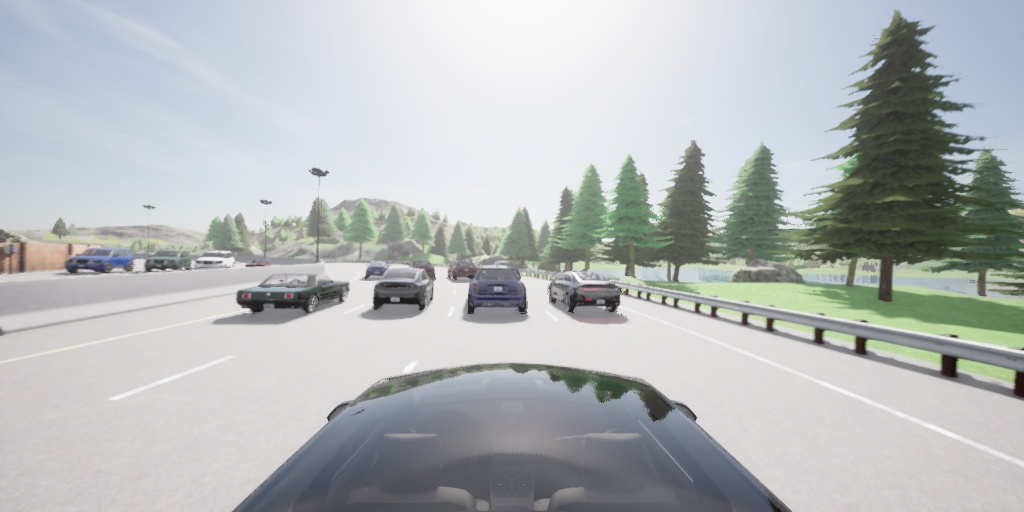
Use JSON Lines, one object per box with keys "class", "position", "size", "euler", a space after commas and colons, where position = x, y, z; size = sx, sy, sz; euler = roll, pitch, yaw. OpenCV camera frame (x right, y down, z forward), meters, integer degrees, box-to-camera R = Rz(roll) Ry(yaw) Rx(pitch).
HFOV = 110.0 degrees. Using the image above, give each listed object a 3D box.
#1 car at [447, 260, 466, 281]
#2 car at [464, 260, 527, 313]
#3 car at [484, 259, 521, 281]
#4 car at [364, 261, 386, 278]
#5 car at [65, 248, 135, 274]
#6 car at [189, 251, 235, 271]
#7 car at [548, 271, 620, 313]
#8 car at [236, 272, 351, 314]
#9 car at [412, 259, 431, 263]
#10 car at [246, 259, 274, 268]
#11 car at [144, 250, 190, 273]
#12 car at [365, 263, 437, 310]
{"class": "car", "position": [-4.368, 1.147, 31.353], "size": [2.097, 1.767, 4.553], "euler": [1, 0, -18]}
{"class": "car", "position": [-0.709, 1.145, 14.312], "size": [2.097, 1.767, 4.553], "euler": [1, 0, -6]}
{"class": "car", "position": [-0.950, 1.224, 32.106], "size": [2.097, 1.767, 4.553], "euler": [1, 0, -18]}
{"class": "car", "position": [-11.625, 1.166, 31.046], "size": [1.812, 1.442, 4.674], "euler": [1, 0, -19]}
{"class": "car", "position": [-33.779, 0.384, 29.645], "size": [2.150, 2.045, 5.566], "euler": [1, 0, -25]}
{"class": "car", "position": [-28.350, 0.521, 34.409], "size": [2.150, 2.045, 5.566], "euler": [2, 0, -27]}
{"class": "car", "position": [2.770, 1.362, 14.695], "size": [2.128, 1.511, 4.902], "euler": [1, 0, -7]}
{"class": "car", "position": [-7.569, 1.243, 13.071], "size": [1.895, 1.301, 4.718], "euler": [1, 0, -6]}
{"class": "car", "position": [-7.796, 1.071, 30.578], "size": [2.097, 1.767, 4.553], "euler": [1, 0, -18]}
{"class": "car", "position": [-25.327, 0.974, 36.150], "size": [1.895, 1.301, 4.718], "euler": [1, 0, -28]}
{"class": "car", "position": [-31.666, 0.445, 33.252], "size": [2.150, 2.045, 5.566], "euler": [2, 0, -28]}
{"class": "car", "position": [-4.256, 1.226, 14.574], "size": [1.837, 1.490, 4.892], "euler": [2, 0, -7]}
